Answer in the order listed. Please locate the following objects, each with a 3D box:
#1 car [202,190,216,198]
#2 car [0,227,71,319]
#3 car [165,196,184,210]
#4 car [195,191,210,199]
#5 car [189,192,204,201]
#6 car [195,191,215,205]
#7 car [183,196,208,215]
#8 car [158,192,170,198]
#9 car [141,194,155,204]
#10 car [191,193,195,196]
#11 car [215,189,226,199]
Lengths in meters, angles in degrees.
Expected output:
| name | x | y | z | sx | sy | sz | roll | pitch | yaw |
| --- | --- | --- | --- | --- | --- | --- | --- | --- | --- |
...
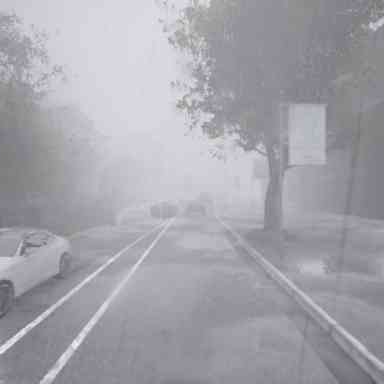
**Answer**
| name | x | y | z | sx | sy | sz | roll | pitch | yaw |
| --- | --- | --- | --- | --- | --- | --- | --- | --- | --- |
| car | 4.174 | 0.431 | 80.837 | 2.097 | 1.535 | 5.008 | 0 | 2 | 18 |
| car | -4.303 | 1.585 | 7.606 | 1.812 | 1.442 | 4.674 | 0 | 0 | 1 |
| car | -2.605 | 1.839 | 46.663 | 2.002 | 1.452 | 4.674 | -2 | 2 | 4 |
| car | 2.355 | 0.687 | 74.782 | 2.231 | 1.521 | 4.892 | 0 | 3 | 16 |
| car | 0.962 | 0.929 | 69.250 | 2.097 | 1.535 | 5.008 | -1 | 3 | 14 |
| car | 2.290 | 1.101 | 56.907 | 2.150 | 2.045 | 5.566 | 0 | 2 | 8 |
| car | 0.467 | 1.640 | 37.716 | 2.097 | 1.767 | 4.553 | 0 | 0 | 3 |
| car | -6.146 | 0.624 | 73.357 | 1.895 | 1.301 | 4.718 | 0 | 2 | 8 |
| car | -7.652 | 1.163 | 57.922 | 1.882 | 1.535 | 5.008 | 0 | 2 | 2 |
| car | -0.363 | 1.209 | 63.165 | 2.002 | 1.452 | 4.674 | -1 | 2 | 12 |
| car | 5.662 | 0.762 | 73.309 | 1.994 | 1.385 | 4.181 | 0 | 2 | 16 |
